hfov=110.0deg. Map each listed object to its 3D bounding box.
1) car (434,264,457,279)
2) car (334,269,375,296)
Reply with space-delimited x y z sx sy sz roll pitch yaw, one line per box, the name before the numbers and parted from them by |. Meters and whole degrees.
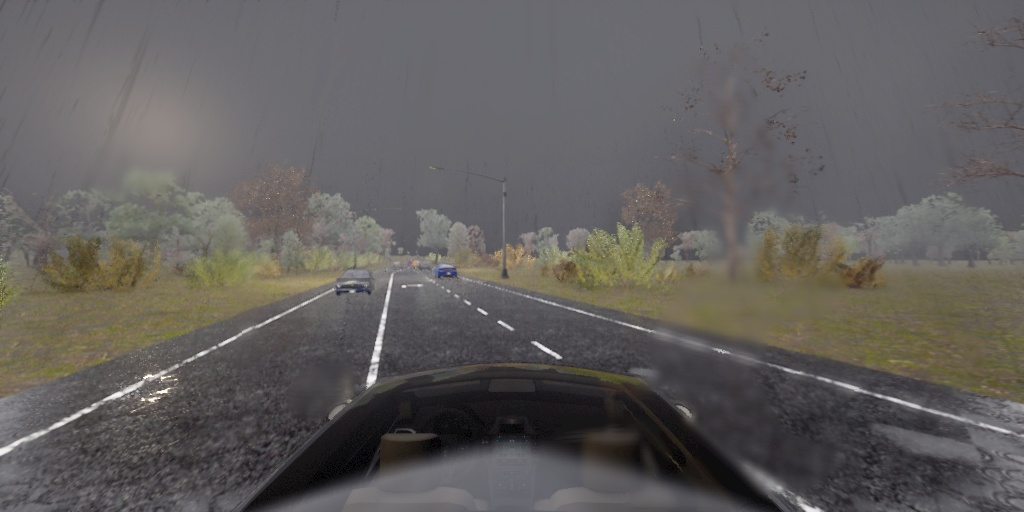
car | -6.920 1.537 37.099 1.882 1.535 5.008 0 0 -18
car | -9.090 1.479 21.135 2.033 1.411 5.357 0 0 -18
